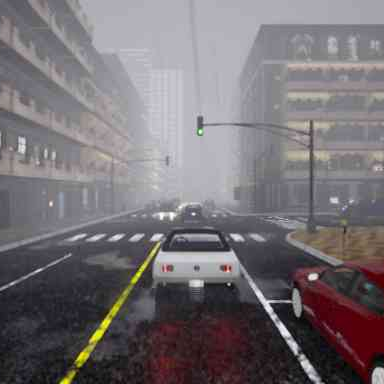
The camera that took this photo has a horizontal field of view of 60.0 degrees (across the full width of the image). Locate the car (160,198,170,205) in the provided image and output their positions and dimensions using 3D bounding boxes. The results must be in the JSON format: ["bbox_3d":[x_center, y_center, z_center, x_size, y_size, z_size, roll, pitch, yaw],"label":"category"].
[{"bbox_3d":[-5.652,2.024,70.057,1.802,1.307,4.206,-1,0,0],"label":"car"}]

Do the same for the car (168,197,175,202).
[{"bbox_3d":[-5.637,2.179,92.168,1.802,1.307,4.206,-1,0,0],"label":"car"}]

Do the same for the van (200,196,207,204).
[{"bbox_3d":[2.734,1.860,81.103,1.690,1.788,3.998,-1,0,0],"label":"van"}]

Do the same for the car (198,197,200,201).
[{"bbox_3d":[2.729,1.993,70.046,2.008,1.369,4.403,-1,0,0],"label":"car"}]

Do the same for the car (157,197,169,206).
[{"bbox_3d":[-5.657,1.845,64.530,1.967,1.590,4.097,-1,0,0],"label":"car"}]

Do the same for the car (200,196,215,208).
[{"bbox_3d":[2.716,1.771,53.464,1.967,1.590,4.097,-1,0,0],"label":"car"}]

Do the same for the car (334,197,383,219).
[{"bbox_3d":[14.168,1.255,27.426,4.553,1.767,2.097,-1,0,1],"label":"car"}]

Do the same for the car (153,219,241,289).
[{"bbox_3d":[0.107,1.656,9.247,1.895,1.301,4.718,0,0,0],"label":"car"}]

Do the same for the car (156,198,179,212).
[{"bbox_3d":[-3.066,1.821,42.279,1.994,1.385,4.181,0,0,0],"label":"car"}]

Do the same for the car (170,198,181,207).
[{"bbox_3d":[-2.961,1.893,62.026,1.837,1.490,4.892,0,0,0],"label":"car"}]

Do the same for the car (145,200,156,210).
[{"bbox_3d":[-5.666,1.845,47.946,2.008,1.369,4.403,0,0,0],"label":"car"}]

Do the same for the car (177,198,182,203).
[{"bbox_3d":[-3.043,1.867,51.666,2.033,1.411,5.357,0,0,1],"label":"car"}]

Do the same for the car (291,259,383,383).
[{"bbox_3d":[2.685,1.571,4.465,1.887,1.381,4.507,0,0,0],"label":"car"}]

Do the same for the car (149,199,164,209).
[{"bbox_3d":[-5.663,1.897,53.473,1.947,1.339,4.313,0,0,0],"label":"car"}]

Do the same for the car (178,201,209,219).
[{"bbox_3d":[0.119,1.732,28.181,1.994,1.385,4.181,0,0,0],"label":"car"}]

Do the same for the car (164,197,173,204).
[{"bbox_3d":[-5.645,2.043,80.943,1.752,1.417,4.829,-1,0,0],"label":"car"}]
